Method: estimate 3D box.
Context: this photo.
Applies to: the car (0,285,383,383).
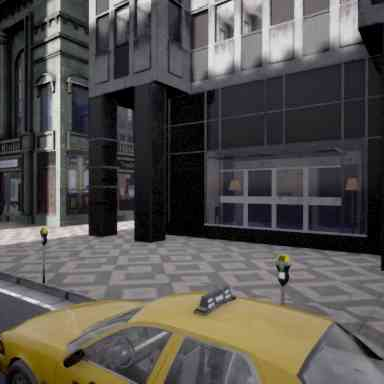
[{"bbox_3d":[-0.010,1.525,2.972,4.829,1.417,1.752,0,0,36],"label":"car"}]
